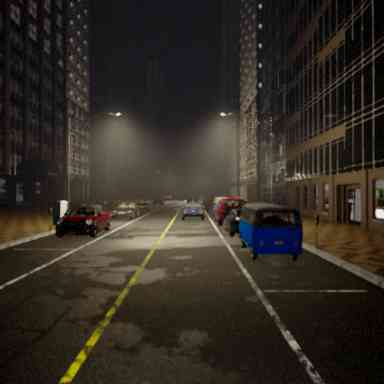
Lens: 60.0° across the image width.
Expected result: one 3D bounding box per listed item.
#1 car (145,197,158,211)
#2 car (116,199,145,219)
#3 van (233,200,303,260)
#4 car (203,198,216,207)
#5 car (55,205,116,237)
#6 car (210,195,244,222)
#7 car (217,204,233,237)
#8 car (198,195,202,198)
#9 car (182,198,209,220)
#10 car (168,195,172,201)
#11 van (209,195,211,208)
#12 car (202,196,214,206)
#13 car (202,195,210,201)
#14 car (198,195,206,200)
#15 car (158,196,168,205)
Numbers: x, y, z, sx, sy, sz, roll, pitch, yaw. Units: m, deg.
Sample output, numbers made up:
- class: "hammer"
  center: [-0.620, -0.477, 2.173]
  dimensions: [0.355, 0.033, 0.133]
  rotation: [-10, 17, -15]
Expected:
- class: "car"
  center: [-5.693, 1.548, 40.336]
  dimensions: [2.008, 1.369, 4.403]
  rotation: [1, 0, 0]
- class: "car"
  center: [-5.690, 1.550, 29.050]
  dimensions: [2.008, 1.369, 4.403]
  rotation: [1, 0, 0]
- class: "van"
  center: [2.696, 1.342, 12.153]
  dimensions: [1.690, 1.788, 3.998]
  rotation: [1, 0, 0]
- class: "car"
  center: [2.684, 1.576, 51.644]
  dimensions: [1.802, 1.307, 4.206]
  rotation: [1, 0, 0]
- class: "car"
  center: [-5.686, 1.441, 17.765]
  dimensions: [1.967, 1.590, 4.097]
  rotation: [1, 0, 0]
- class: "car"
  center: [2.694, 1.315, 23.437]
  dimensions: [2.192, 1.841, 5.009]
  rotation: [1, 0, 0]
- class: "car"
  center: [2.692, 1.551, 17.795]
  dimensions: [2.008, 1.369, 4.403]
  rotation: [1, 0, 0]
- class: "car"
  center: [0.088, 1.543, 45.858]
  dimensions: [2.033, 1.411, 5.357]
  rotation: [0, 0, 0]
- class: "car"
  center: [0.092, 1.546, 28.445]
  dimensions: [2.033, 1.411, 5.357]
  rotation: [0, 0, 0]
- class: "car"
  center: [-5.702, 1.527, 79.835]
  dimensions: [1.887, 1.381, 4.507]
  rotation: [1, 0, 0]
- class: "van"
  center: [2.692, 1.340, 29.078]
  dimensions: [1.690, 1.788, 3.998]
  rotation: [1, 0, 0]
- class: "car"
  center: [2.684, 1.518, 57.455]
  dimensions: [1.752, 1.417, 4.829]
  rotation: [1, 0, 0]
- class: "car"
  center: [2.690, 1.312, 40.361]
  dimensions: [2.192, 1.841, 5.009]
  rotation: [1, 0, 0]
- class: "car"
  center: [2.676, 1.526, 91.134]
  dimensions: [2.008, 1.369, 4.403]
  rotation: [1, 0, 0]
- class: "car"
  center: [-5.697, 1.544, 57.264]
  dimensions: [2.008, 1.369, 4.403]
  rotation: [1, 0, 0]
